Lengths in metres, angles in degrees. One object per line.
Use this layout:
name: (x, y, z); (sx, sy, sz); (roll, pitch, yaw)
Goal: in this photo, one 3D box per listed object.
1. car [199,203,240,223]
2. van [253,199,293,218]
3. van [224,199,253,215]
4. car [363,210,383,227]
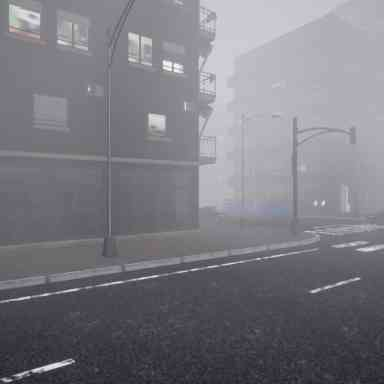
car: (1.788, 1.874, 28.654); (1.802, 1.307, 4.206); (-1, 0, -36)
van: (8.528, 1.603, 33.571); (1.690, 1.788, 3.998); (-1, 0, -36)
van: (5.213, 1.676, 38.087); (1.690, 1.788, 3.998); (-1, 0, -36)
car: (14.224, 1.676, 23.047); (4.181, 1.385, 1.994); (-1, 0, 15)
